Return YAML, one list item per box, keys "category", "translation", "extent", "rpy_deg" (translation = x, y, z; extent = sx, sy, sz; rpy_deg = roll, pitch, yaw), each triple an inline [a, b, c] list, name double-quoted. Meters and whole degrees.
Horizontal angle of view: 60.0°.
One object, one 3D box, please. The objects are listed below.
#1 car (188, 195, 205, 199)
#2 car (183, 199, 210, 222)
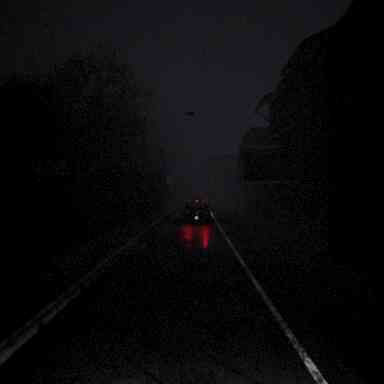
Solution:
- category: "car"
  translation: [0.583, 1.133, 40.906]
  extent: [2.097, 1.767, 4.553]
  rpy_deg: [0, -1, 1]
- category: "car"
  translation: [0.340, 1.417, 24.471]
  extent: [1.895, 1.301, 4.718]
  rpy_deg: [0, 0, 1]
